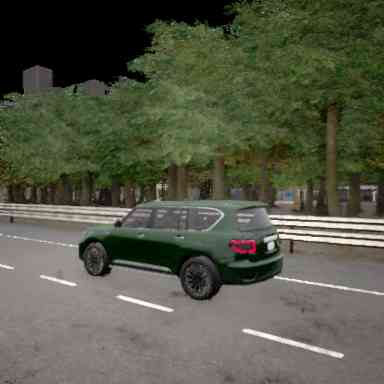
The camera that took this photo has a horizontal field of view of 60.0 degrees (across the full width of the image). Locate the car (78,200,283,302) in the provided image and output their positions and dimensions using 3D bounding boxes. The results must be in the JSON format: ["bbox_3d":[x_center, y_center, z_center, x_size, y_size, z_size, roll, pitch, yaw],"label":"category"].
[{"bbox_3d":[-0.523,1.224,8.541,5.566,2.045,2.150,0,0,36],"label":"car"}]
